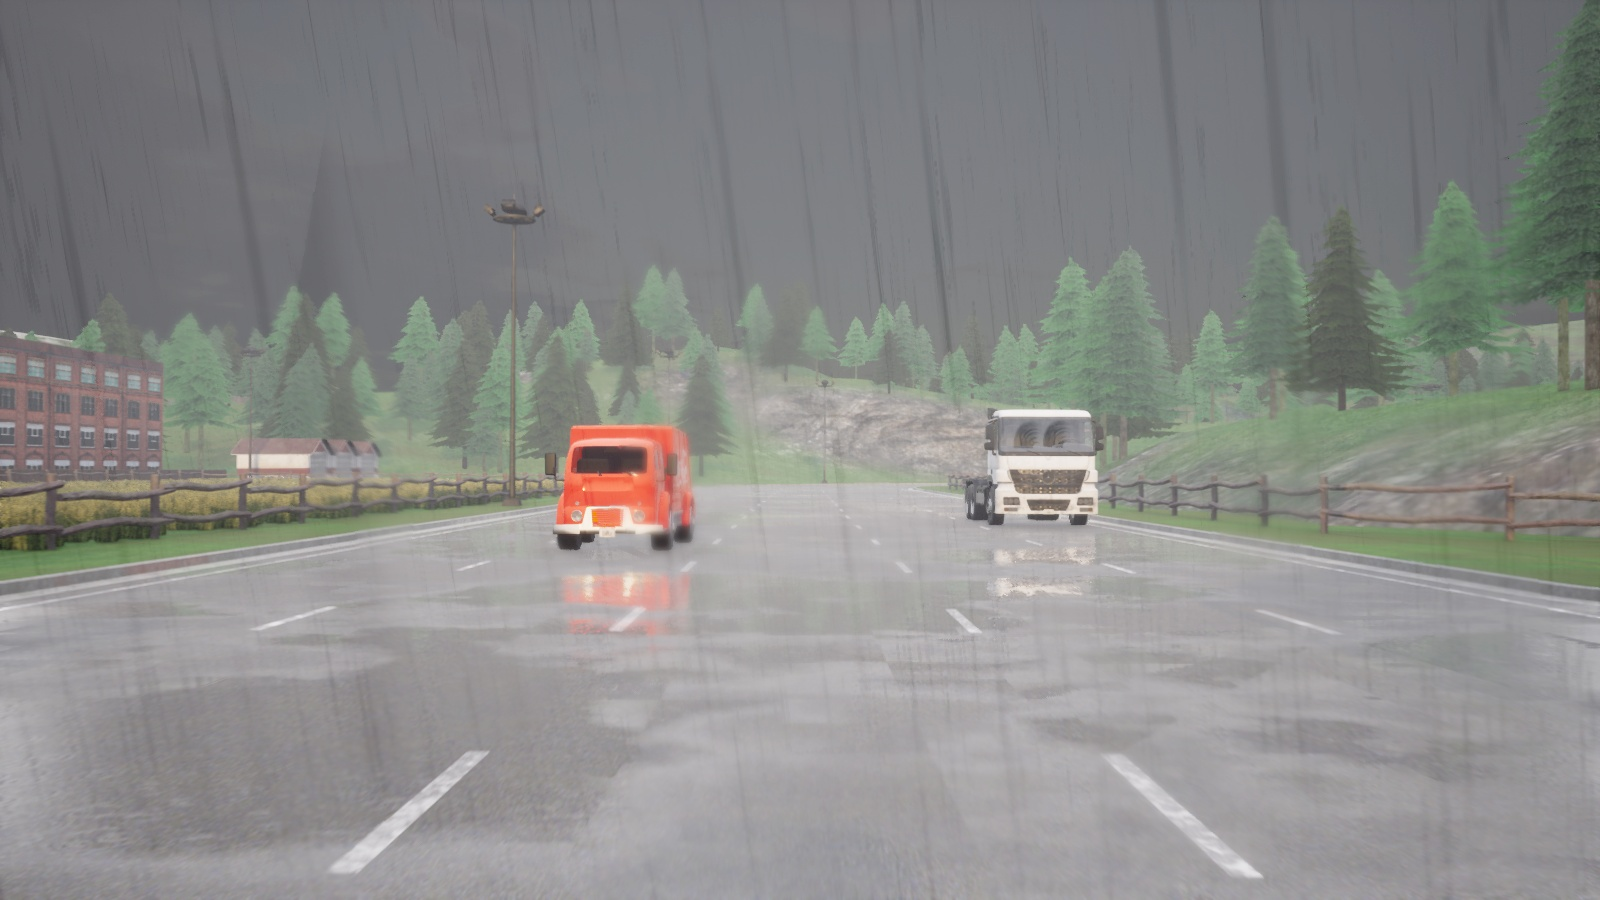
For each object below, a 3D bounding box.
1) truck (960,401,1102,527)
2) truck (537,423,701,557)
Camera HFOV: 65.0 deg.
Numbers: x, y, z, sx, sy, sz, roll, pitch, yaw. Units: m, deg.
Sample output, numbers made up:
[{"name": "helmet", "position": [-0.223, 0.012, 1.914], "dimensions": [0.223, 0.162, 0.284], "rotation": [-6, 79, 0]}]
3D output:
[{"name": "truck", "position": [6.903, 0.454, 38.790], "dimensions": [2.891, 3.462, 7.936], "rotation": [0, -1, 0]}, {"name": "truck", "position": [-3.565, 0.775, 25.847], "dimensions": [2.627, 2.467, 5.204], "rotation": [0, -1, 0]}]
